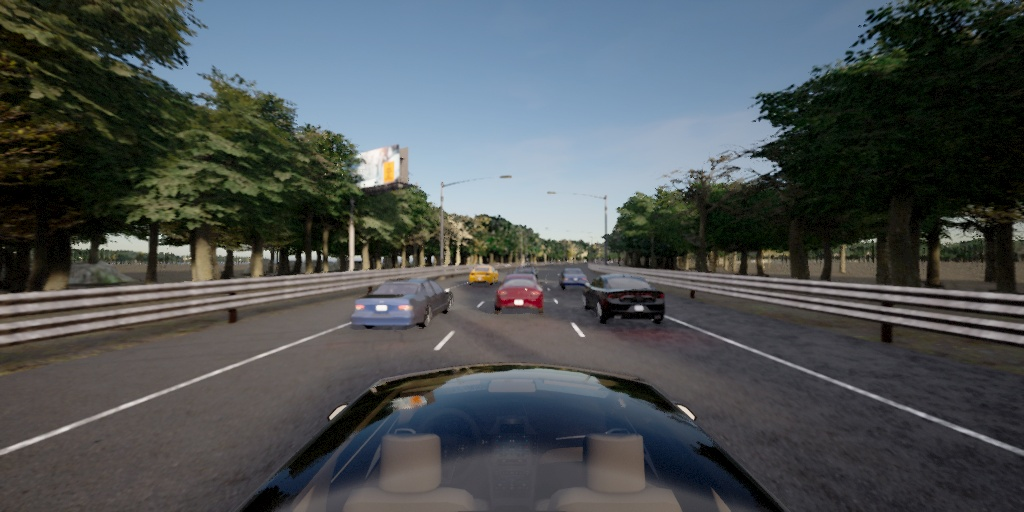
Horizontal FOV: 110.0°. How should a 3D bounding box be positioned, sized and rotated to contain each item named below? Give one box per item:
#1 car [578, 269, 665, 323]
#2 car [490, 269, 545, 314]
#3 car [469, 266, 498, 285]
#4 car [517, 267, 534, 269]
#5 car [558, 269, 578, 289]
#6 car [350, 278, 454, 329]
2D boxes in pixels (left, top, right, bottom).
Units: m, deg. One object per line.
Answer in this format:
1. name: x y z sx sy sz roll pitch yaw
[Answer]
1. car: 3.761 1.377 12.825 1.882 1.535 5.008 0 -1 2
2. car: 0.341 1.445 14.593 1.812 1.442 4.674 0 -1 3
3. car: -2.280 1.603 30.124 1.882 1.535 5.008 0 0 5
4. car: 1.111 1.601 28.697 2.128 1.511 4.902 0 -1 5
5. car: 4.421 1.627 26.313 2.033 1.411 5.357 0 -1 5
6. car: -3.294 1.429 11.837 2.033 1.411 5.357 0 -1 2
